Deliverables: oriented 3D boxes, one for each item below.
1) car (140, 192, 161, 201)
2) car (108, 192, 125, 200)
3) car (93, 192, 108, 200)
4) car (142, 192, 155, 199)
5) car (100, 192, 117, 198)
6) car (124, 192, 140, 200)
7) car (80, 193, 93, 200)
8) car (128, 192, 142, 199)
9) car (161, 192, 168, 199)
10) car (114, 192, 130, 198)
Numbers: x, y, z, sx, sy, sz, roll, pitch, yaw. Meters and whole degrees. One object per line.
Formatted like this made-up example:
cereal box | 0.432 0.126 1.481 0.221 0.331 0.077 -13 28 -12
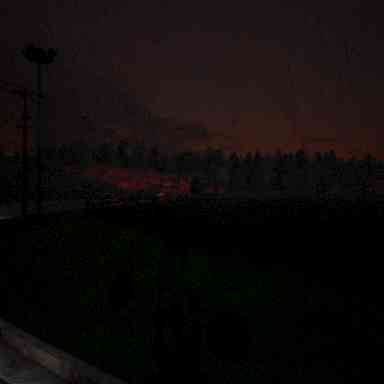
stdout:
car | -8.840 0.915 71.079 2.097 1.767 4.553 0 0 10
car | -15.731 0.861 72.308 2.097 1.767 4.553 0 0 10
car | -19.197 1.040 72.816 1.994 1.385 4.181 0 0 10
car | -10.547 0.844 81.434 1.837 1.490 4.892 0 0 10
car | -20.884 0.802 83.278 2.033 1.411 5.357 0 0 10
car | -12.301 1.137 71.617 1.895 1.301 4.718 0 0 10
car | -22.715 0.986 73.021 2.128 1.511 4.902 0 0 10
car | -13.993 0.817 82.048 1.837 1.490 4.892 0 0 10
car | -7.102 0.849 80.819 1.882 1.535 5.008 0 0 10
car | -17.439 0.829 82.663 2.033 1.411 5.357 0 0 10
